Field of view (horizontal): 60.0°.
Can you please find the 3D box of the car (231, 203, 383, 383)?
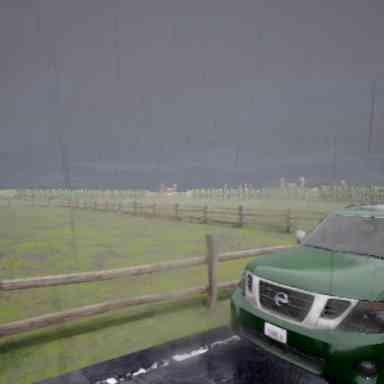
[{"bbox_3d":[3.186,1.230,5.321,5.566,2.045,2.150,0,0,-35],"label":"car"}]
